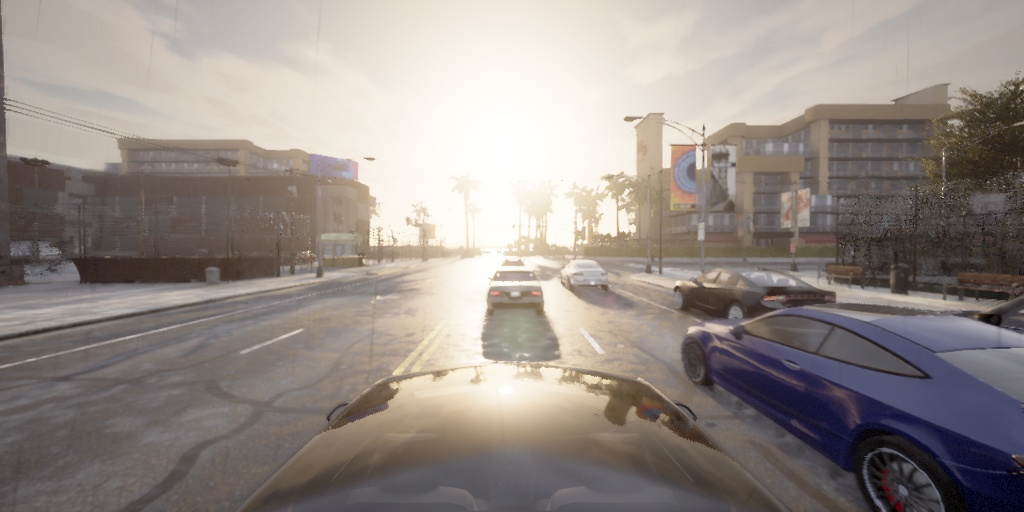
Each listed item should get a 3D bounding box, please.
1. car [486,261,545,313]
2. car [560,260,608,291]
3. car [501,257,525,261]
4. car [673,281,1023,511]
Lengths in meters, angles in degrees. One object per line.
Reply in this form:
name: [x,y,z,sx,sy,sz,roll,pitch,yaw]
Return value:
car: [0.088,1.065,12.570,2.033,1.411,5.357,0,1,0]
car: [3.619,0.920,18.383,1.812,1.442,4.674,0,1,0]
car: [0.100,0.754,27.950,1.994,1.385,4.181,0,1,0]
car: [3.599,1.231,3.778,1.812,1.442,4.674,0,1,0]
